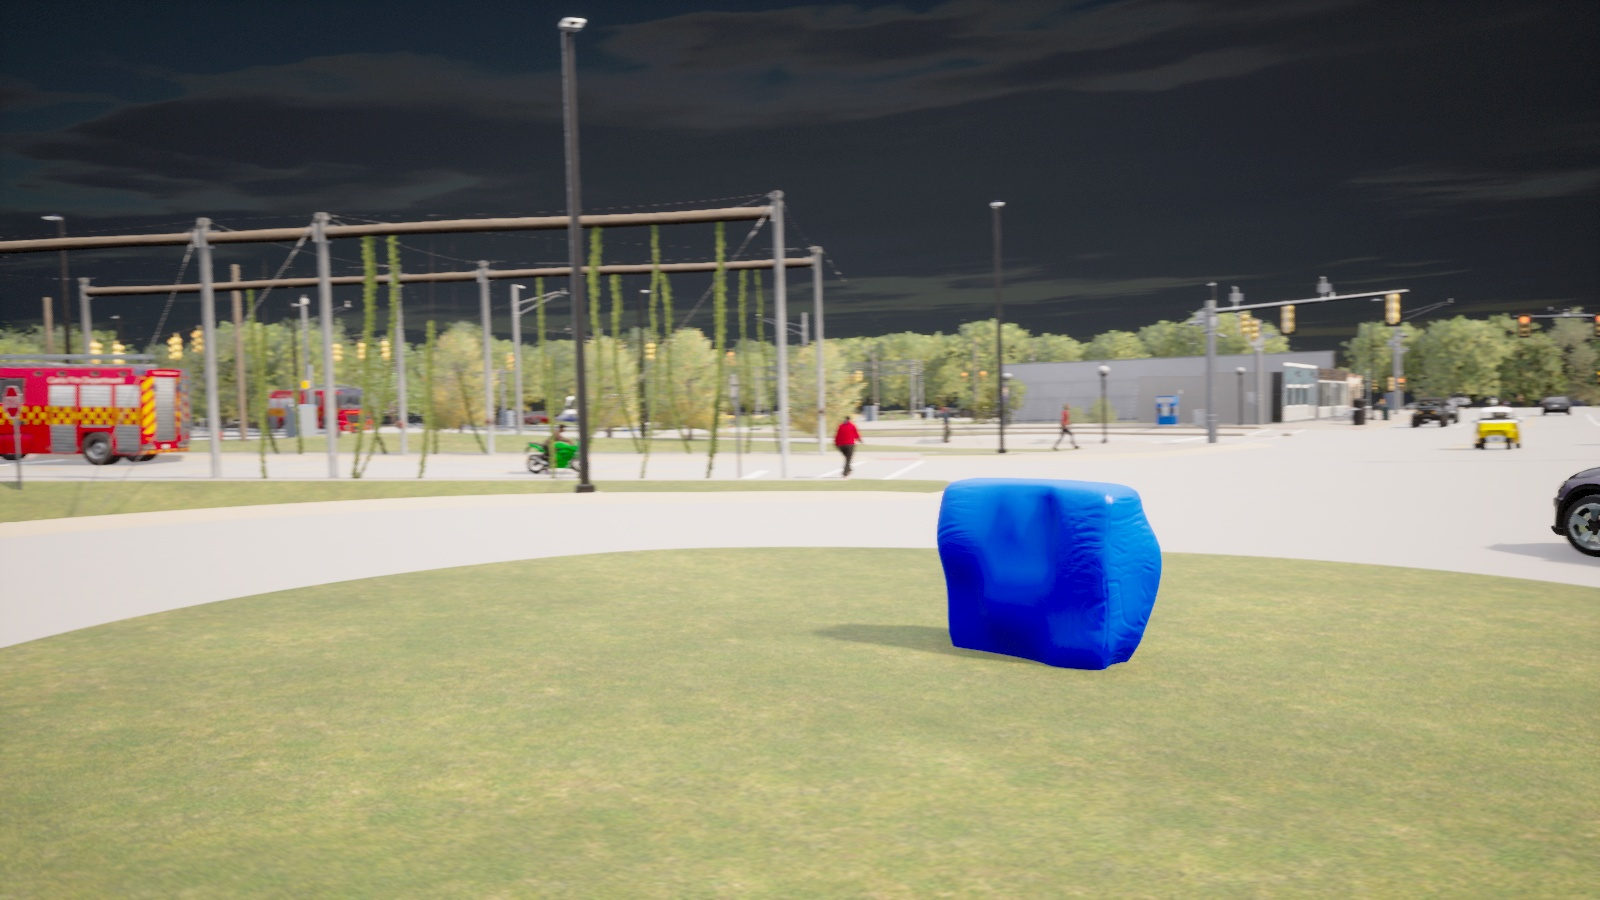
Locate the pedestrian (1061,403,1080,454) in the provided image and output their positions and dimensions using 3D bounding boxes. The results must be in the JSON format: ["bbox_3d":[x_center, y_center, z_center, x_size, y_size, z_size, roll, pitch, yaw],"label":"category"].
[{"bbox_3d":[10.054,-0.803,46.672,0.636,1.846,0.331,-1,3,8],"label":"pedestrian"}]

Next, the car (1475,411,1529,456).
[{"bbox_3d":[22.675,-0.542,40.549,1.481,1.376,2.207,0,2,31],"label":"car"}]

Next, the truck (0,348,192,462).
[{"bbox_3d":[-26.459,-1.630,44.575,8.468,3.827,2.891,1,3,6],"label":"truck"}]

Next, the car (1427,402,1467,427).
[{"bbox_3d":[44.651,-2.453,86.607,2.152,1.651,5.027,0,2,31],"label":"car"}]

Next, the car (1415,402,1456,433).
[{"bbox_3d":[39.782,-2.062,78.539,1.905,1.878,3.866,0,2,33],"label":"car"}]

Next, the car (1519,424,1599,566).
[{"bbox_3d":[10.835,0.618,13.926,2.033,1.649,4.856,0,3,-17],"label":"car"}]

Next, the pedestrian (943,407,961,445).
[{"bbox_3d":[7.552,-1.184,62.447,0.726,1.842,0.402,0,3,31],"label":"pedestrian"}]

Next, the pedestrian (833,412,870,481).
[{"bbox_3d":[1.417,-0.105,34.461,0.634,1.844,0.899,0,3,27],"label":"pedestrian"}]

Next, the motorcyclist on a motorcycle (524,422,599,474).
[{"bbox_3d":[-7.182,-0.072,37.871,2.044,1.523,0.797,0,3,5],"label":"motorcyclist on a motorcycle"}]
